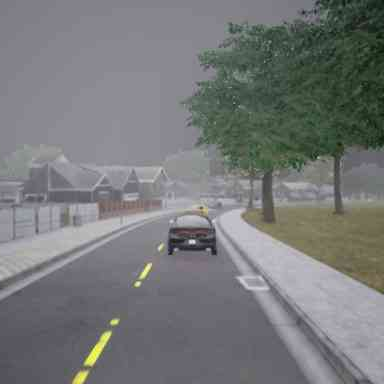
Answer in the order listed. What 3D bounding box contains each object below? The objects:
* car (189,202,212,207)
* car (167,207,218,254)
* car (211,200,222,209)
[{"bbox_3d":[0.512,1.849,29.155,1.882,1.535,5.008,0,-1,6],"label":"car"},{"bbox_3d":[0.035,1.634,14.239,1.882,1.535,5.008,0,-1,1],"label":"car"},{"bbox_3d":[4.157,2.295,60.386,2.128,1.511,4.902,0,-1,19],"label":"car"}]
